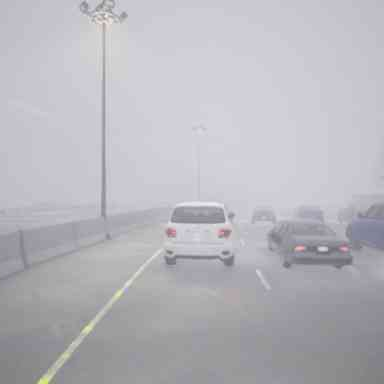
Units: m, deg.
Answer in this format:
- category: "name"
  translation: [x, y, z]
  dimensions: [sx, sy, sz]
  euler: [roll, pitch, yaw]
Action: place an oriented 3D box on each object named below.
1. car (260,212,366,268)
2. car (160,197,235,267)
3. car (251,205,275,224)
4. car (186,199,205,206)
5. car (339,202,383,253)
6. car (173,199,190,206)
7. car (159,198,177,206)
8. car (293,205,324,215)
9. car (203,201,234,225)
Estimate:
- category: "car"
  translation: [3.857, 1.668, 11.789]
  dimensions: [2.033, 1.411, 5.357]
  euler: [0, -1, 5]
- category: "car"
  translation: [0.370, 1.348, 12.081]
  dimensions: [2.150, 2.045, 5.566]
  euler: [0, 0, 5]
- category: "car"
  translation: [5.820, 1.801, 27.206]
  dimensions: [1.812, 1.442, 4.674]
  euler: [0, 0, 11]
- category: "car"
  translation: [0.856, 2.248, 70.133]
  dimensions: [2.033, 1.411, 5.357]
  euler: [0, -1, 23]
- category: "car"
  translation: [7.355, 1.343, 11.619]
  dimensions: [2.150, 2.045, 5.566]
  euler: [0, 0, 5]
- category: "car"
  translation: [-2.242, 2.278, 71.784]
  dimensions: [1.994, 1.385, 4.181]
  euler: [0, -1, 23]
- category: "car"
  translation: [-5.334, 2.219, 73.432]
  dimensions: [1.882, 1.535, 5.008]
  euler: [0, -1, 23]
- category: "car"
  translation: [9.343, 1.750, 26.978]
  dimensions: [1.882, 1.535, 5.008]
  euler: [0, 0, 11]
- category: "car"
  translation: [2.276, 1.628, 27.296]
  dimensions: [2.097, 1.767, 4.553]
  euler: [0, -1, 11]
